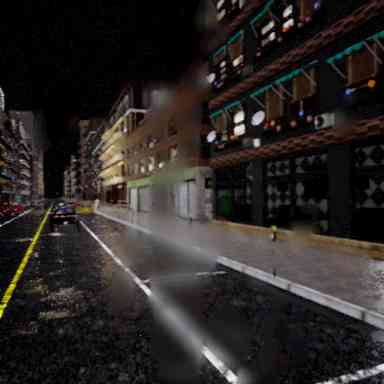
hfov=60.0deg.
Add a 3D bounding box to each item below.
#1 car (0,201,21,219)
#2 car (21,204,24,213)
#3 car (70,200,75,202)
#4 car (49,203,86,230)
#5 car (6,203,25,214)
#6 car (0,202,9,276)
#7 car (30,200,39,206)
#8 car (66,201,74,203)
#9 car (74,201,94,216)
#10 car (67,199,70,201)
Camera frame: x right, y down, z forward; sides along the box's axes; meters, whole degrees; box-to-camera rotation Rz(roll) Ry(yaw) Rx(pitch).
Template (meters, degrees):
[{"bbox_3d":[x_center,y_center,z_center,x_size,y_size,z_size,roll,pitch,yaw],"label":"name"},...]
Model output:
[{"bbox_3d":[-20.217,1.892,35.768,2.192,1.841,5.009,-1,-1,-22],"label":"car"},{"bbox_3d":[-22.344,2.087,40.984,1.967,1.590,4.097,-1,-1,-22],"label":"car"},{"bbox_3d":[-16.711,2.159,49.365,1.887,1.381,4.507,-1,-1,-22],"label":"car"},{"bbox_3d":[-8.998,1.805,23.541,2.128,1.511,4.902,-1,0,-22],"label":"car"},{"bbox_3d":[-24.471,2.262,46.203,1.887,1.381,4.507,-1,-1,-22],"label":"car"},{"bbox_3d":[-5.667,1.366,7.234,2.150,2.045,5.566,-1,-1,-22],"label":"car"},{"bbox_3d":[-39.368,2.756,82.732,2.008,1.369,4.403,0,-1,-22],"label":"car"},{"bbox_3d":[-15.225,2.082,38.828,1.994,1.385,4.181,-1,0,-22],"label":"car"},{"bbox_3d":[-12.519,2.002,39.085,1.752,1.417,4.829,-1,-1,-22],"label":"car"},{"bbox_3d":[-25.223,2.445,70.238,2.008,1.369,4.403,-1,-1,-22],"label":"car"}]
